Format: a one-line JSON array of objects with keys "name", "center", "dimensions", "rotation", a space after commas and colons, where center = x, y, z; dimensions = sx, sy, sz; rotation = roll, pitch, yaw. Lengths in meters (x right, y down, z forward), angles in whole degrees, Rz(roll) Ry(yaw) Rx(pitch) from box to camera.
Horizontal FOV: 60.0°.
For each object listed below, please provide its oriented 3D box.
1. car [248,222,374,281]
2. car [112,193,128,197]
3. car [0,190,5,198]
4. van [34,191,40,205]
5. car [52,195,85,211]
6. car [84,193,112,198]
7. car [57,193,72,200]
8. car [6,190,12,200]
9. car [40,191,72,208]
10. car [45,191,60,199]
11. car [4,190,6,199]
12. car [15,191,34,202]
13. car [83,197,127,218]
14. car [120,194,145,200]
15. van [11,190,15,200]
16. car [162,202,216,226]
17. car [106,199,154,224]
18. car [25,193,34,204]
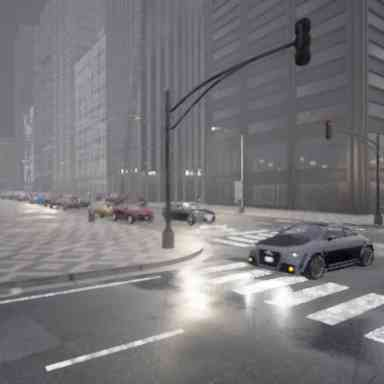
[{"name": "car", "center": [3.713, 1.643, 10.169], "dimensions": [4.181, 1.385, 1.994], "rotation": [0, 0, -35]}, {"name": "car", "center": [-10.574, 1.031, 47.632], "dimensions": [2.192, 1.841, 5.009], "rotation": [0, 0, -36]}, {"name": "car", "center": [-43.735, 0.843, 79.225], "dimensions": [1.887, 1.381, 4.507], "rotation": [0, 0, -36]}, {"name": "van", "center": [-20.781, 1.040, 47.235], "dimensions": [1.690, 1.788, 3.998], "rotation": [0, 0, -36]}, {"name": "car", "center": [-14.225, 1.347, 38.095], "dimensions": [1.887, 1.381, 4.507], "rotation": [0, 0, -36]}, {"name": "car", "center": [-11.493, 1.276, 39.020], "dimensions": [1.882, 1.535, 5.008], "rotation": [0, 1, -36]}, {"name": "car", "center": [-26.969, 0.983, 70.483], "dimensions": [1.887, 1.381, 4.507], "rotation": [0, 0, -36]}, {"name": "car", "center": [-37.175, 0.731, 70.084], "dimensions": [2.192, 1.841, 5.009], "rotation": [0, 0, -36]}, {"name": "car", "center": [-17.502, 1.066, 42.664], "dimensions": [2.192, 1.841, 5.009], "rotation": [0, 0, -36]}, {"name": "car", "center": [-33.524, 0.637, 79.621], "dimensions": [2.192, 1.841, 5.009], "rotation": [0, 0, -36]}, {"name": "car", "center": [-40.456, 0.908, 74.655], "dimensions": [2.008, 1.369, 4.403], "rotation": [0, 0, -36]}, {"name": "car", "center": [-30.618, 0.971, 60.945], "dimensions": [1.967, 1.590, 4.097], "rotation": [0, 0, -36]}, {"name": "car", "center": [-7.568, 1.426, 28.816], "dimensions": [1.752, 1.417, 4.829], "rotation": [0, 0, -36]}, {"name": "car", "center": [-7.297, 1.333, 43.063], "dimensions": [1.947, 1.339, 4.313], "rotation": [0, 0, -36]}, {"name": "van", "center": [-33.896, 0.815, 65.515], "dimensions": [1.690, 1.788, 3.998], "rotation": [0, 0, -36]}, {"name": "car", "center": [-0.301, 1.448, 23.406], "dimensions": [2.128, 1.511, 4.902], "rotation": [0, 1, -36]}, {"name": "car", "center": [-4.388, 1.490, 24.384], "dimensions": [1.887, 1.381, 4.507], "rotation": [0, 0, -36]}, {"name": "car", "center": [-24.062, 1.195, 51.806], "dimensions": [2.008, 1.369, 4.403], "rotation": [0, 0, -36]}]
